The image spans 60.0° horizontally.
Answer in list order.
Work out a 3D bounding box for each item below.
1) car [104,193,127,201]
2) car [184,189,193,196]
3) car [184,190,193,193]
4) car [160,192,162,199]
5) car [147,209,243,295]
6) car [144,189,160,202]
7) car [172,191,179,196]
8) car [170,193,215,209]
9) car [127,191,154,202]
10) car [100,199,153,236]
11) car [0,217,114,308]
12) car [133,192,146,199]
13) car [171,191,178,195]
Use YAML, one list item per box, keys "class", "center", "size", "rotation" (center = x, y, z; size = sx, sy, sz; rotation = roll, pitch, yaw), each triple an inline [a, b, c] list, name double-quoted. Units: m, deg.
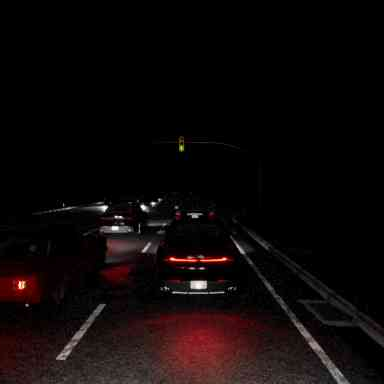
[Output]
- class: "car"
  center: [-10.507, 1.048, 45.046]
  size: [1.895, 1.301, 4.718]
  rotation: [0, 1, 0]
- class: "car"
  center: [-0.835, 0.196, 85.423]
  size: [2.097, 1.767, 4.553]
  rotation: [0, 1, -3]
- class: "car"
  center: [-0.371, 0.586, 75.310]
  size: [1.812, 1.442, 4.674]
  rotation: [0, 1, -2]
- class: "car"
  center: [-7.183, 0.689, 69.076]
  size: [2.033, 1.411, 5.357]
  rotation: [0, 1, -1]
- class: "car"
  center: [0.121, 1.416, 8.488]
  size: [1.837, 1.490, 4.892]
  rotation: [0, 1, 0]
- class: "car"
  center: [-7.053, 0.536, 55.380]
  size: [2.150, 2.045, 5.566]
  rotation: [0, 1, 0]
- class: "car"
  center: [-4.332, 0.367, 85.264]
  size: [1.812, 1.442, 4.674]
  rotation: [0, 1, -3]
- class: "car"
  center: [0.142, 1.147, 17.610]
  size: [2.097, 1.767, 4.553]
  rotation: [0, 1, 0]
- class: "car"
  center: [-6.997, 0.932, 45.526]
  size: [2.128, 1.511, 4.902]
  rotation: [0, 1, 1]
- class: "car"
  center: [-3.358, 1.309, 16.954]
  size: [1.837, 1.490, 4.892]
  rotation: [0, 1, 0]
- class: "car"
  center: [-3.381, 1.522, 7.682]
  size: [1.895, 1.301, 4.718]
  rotation: [0, 1, 0]
- class: "car"
  center: [-10.662, 0.701, 68.118]
  size: [2.033, 1.411, 5.357]
  rotation: [0, 1, -1]
- class: "car"
  center: [-3.870, 0.579, 75.220]
  size: [1.812, 1.442, 4.674]
  rotation: [0, 1, -2]
